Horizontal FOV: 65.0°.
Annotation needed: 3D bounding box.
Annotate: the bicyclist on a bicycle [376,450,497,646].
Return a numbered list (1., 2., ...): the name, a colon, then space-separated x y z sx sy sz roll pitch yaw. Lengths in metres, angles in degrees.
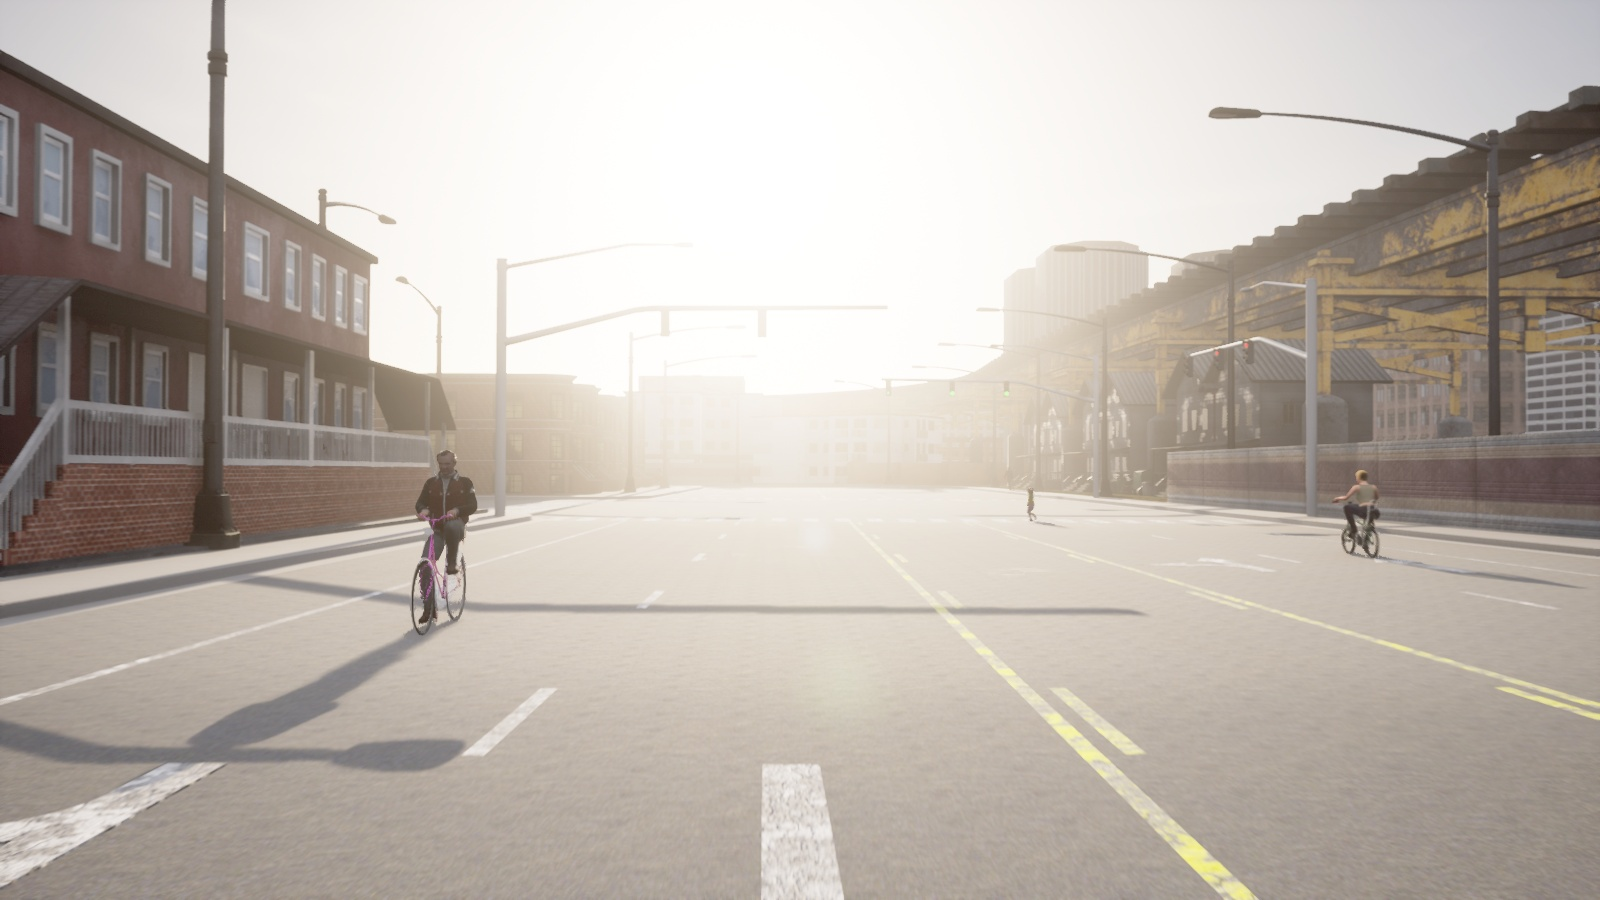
1. bicyclist on a bicycle: -3.528 0.906 12.345 0.659 1.776 1.843 0 -1 0

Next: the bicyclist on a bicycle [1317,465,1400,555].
1. bicyclist on a bicycle: 10.442 1.102 23.547 0.866 1.612 1.509 0 -1 0

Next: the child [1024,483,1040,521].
1. child: 7.189 1.604 38.896 0.473 1.160 0.299 0 -1 8
